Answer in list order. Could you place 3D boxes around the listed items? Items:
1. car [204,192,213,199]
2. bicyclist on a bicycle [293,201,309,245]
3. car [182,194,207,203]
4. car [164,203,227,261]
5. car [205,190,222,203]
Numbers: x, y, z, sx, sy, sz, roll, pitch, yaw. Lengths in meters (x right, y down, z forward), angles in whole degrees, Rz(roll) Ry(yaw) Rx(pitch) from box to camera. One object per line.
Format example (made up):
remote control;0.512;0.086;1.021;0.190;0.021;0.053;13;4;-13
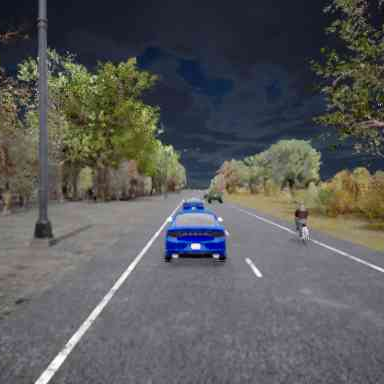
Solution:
car;3.571;0.800;73.335;1.882;1.535;5.008;0;1;0
bicyclist on a bicycle;4.480;1.241;13.794;0.659;1.776;1.843;0;1;0
car;0.131;1.193;30.461;1.882;1.535;5.008;0;1;0
car;0.109;1.366;11.841;1.882;1.535;5.008;0;1;0
car;3.651;0.721;53.994;2.150;2.045;5.566;0;1;0
